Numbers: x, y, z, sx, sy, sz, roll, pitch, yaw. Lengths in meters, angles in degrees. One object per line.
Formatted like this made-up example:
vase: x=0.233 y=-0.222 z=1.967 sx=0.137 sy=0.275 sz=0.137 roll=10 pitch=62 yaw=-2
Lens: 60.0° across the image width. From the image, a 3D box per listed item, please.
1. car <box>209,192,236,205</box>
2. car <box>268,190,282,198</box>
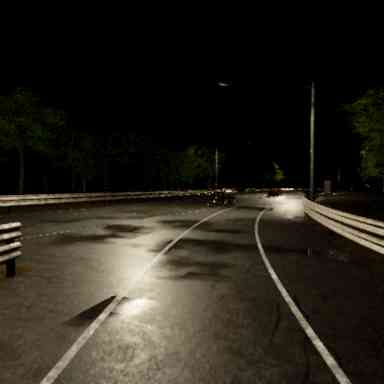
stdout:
car: x=3.638 y=0.745 z=39.392 sx=1.837 sy=1.490 sz=4.892 roll=1 pitch=2 yaw=28
car: x=15.390 y=0.267 z=61.616 sx=1.812 sy=1.442 sz=4.674 roll=1 pitch=1 yaw=28
